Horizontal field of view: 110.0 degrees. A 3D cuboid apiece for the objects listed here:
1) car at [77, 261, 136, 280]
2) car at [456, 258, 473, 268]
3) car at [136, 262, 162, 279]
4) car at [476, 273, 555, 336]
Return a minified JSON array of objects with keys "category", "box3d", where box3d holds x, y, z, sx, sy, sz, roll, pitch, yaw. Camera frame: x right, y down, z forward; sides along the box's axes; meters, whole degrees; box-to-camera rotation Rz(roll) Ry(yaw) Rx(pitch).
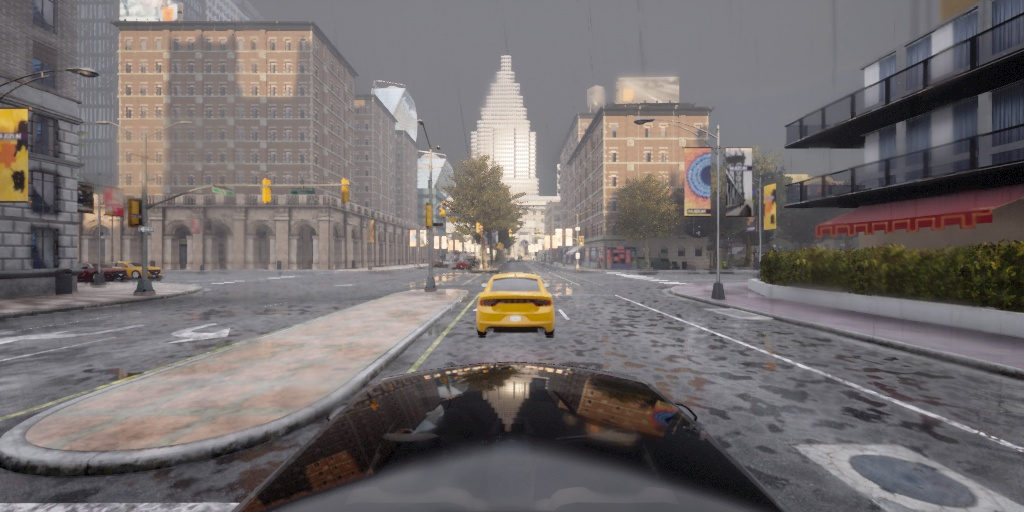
[{"category":"car","box3d":[-33.939,1.228,28.817,5.008,1.535,1.882,0,0,0]},{"category":"car","box3d":[-7.987,1.351,59.051,1.895,1.301,4.718,0,0,0]},{"category":"car","box3d":[-34.574,1.228,32.315,5.008,1.535,1.882,0,0,0]},{"category":"car","box3d":[0.095,1.228,10.432,1.882,1.535,5.008,0,0,0]}]
